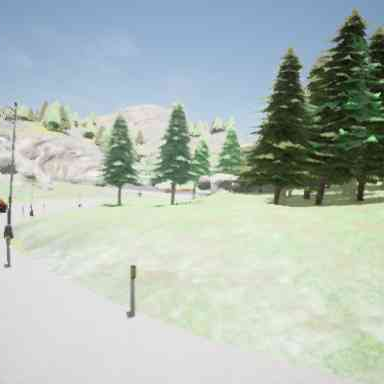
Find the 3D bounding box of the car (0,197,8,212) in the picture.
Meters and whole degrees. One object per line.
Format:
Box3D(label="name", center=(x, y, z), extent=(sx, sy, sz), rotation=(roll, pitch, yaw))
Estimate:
Box3D(label="car", center=(-22.173, 1.222, 36.313), extent=(2.150, 2.045, 5.566), rotation=(4, 0, -9))
